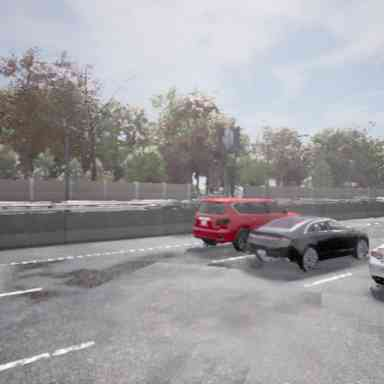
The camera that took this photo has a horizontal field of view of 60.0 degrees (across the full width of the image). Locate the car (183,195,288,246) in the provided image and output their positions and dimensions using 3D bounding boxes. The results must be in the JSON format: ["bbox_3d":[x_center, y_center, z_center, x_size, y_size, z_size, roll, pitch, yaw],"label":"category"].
[{"bbox_3d":[2.637,1.274,14.335,5.566,2.045,2.150,0,0,-36],"label":"car"}]

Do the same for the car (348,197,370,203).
[{"bbox_3d":[30.328,1.611,60.427,4.553,1.767,2.097,1,0,-36],"label":"car"}]

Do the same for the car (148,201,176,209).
[{"bbox_3d":[-2.293,1.685,36.934,5.357,1.411,2.033,0,0,-36],"label":"car"}]

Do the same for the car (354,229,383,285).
[{"bbox_3d":[6.193,1.555,8.266,4.674,1.442,1.812,0,0,-36],"label":"car"}]

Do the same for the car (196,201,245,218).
[{"bbox_3d":[2.776,1.644,31.959,4.674,1.442,1.812,0,0,-36],"label":"car"}]

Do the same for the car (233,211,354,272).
[{"bbox_3d":[3.964,1.531,10.972,4.902,1.511,2.128,0,0,-36],"label":"car"}]

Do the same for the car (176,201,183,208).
[{"bbox_3d":[1.503,1.353,35.360,5.566,2.045,2.150,0,0,-36],"label":"car"}]

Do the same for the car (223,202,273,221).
[{"bbox_3d":[4.943,1.672,29.205,4.181,1.385,1.994,0,0,-36],"label":"car"}]
